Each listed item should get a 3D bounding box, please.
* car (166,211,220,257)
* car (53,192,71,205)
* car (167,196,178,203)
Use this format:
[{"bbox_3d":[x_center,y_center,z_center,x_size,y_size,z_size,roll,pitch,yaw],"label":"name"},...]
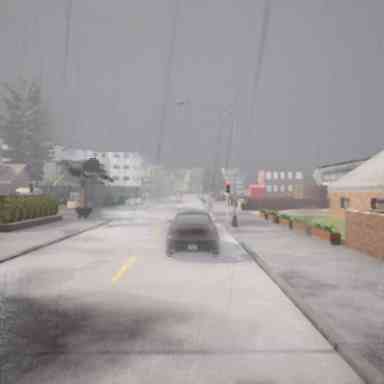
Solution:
[{"bbox_3d":[0.046,1.504,12.983,1.837,1.490,4.892,0,0,1],"label":"car"},{"bbox_3d":[-19.742,0.977,48.747,1.905,1.878,3.866,0,0,35],"label":"car"},{"bbox_3d":[-3.977,1.512,69.629,1.812,1.442,4.674,0,0,0],"label":"car"}]
